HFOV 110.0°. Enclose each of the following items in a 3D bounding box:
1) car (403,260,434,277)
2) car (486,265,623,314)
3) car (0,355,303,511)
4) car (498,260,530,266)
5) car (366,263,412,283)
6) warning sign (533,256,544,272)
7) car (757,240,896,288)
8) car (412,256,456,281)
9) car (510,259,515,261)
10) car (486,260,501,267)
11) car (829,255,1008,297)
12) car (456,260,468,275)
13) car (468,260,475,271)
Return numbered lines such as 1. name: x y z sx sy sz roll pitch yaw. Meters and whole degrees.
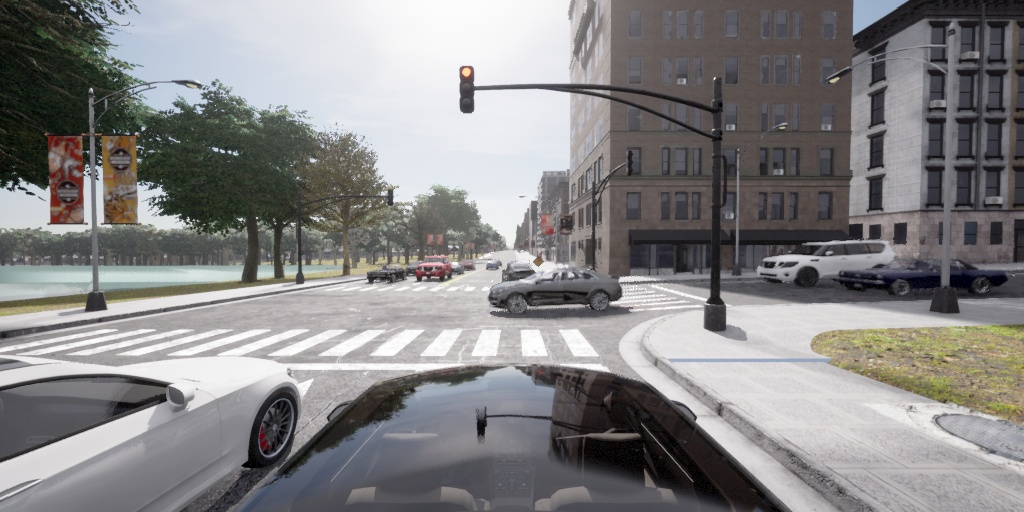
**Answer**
1. car: -9.768 1.261 37.873 1.882 1.535 5.008 0 0 0
2. car: 1.553 1.201 13.149 4.902 1.511 2.128 -1 0 -5
3. car: -3.167 1.276 1.922 1.812 1.442 4.674 0 0 0
4. car: 0.462 1.265 24.243 1.837 1.490 4.892 -2 0 -8
5. car: -9.792 1.366 28.469 1.895 1.301 4.718 0 0 0
6. warning sign: 2.934 0.903 39.872 1.300 1.860 1.060 0 0 0
7. car: 14.815 0.321 16.932 5.566 2.045 2.150 -2 1 0
8. car: -6.537 0.990 30.659 2.150 2.045 5.566 0 0 0
9. car: 0.210 1.375 56.557 2.033 1.411 5.357 0 0 1
10. car: -3.037 1.376 56.891 2.033 1.411 5.357 0 0 1
11. car: 15.412 0.756 13.695 4.718 1.301 1.895 -2 1 0
12. car: -6.510 1.352 40.047 1.994 1.385 4.181 0 0 1
13. car: -6.473 1.297 52.130 1.882 1.535 5.008 0 0 0
